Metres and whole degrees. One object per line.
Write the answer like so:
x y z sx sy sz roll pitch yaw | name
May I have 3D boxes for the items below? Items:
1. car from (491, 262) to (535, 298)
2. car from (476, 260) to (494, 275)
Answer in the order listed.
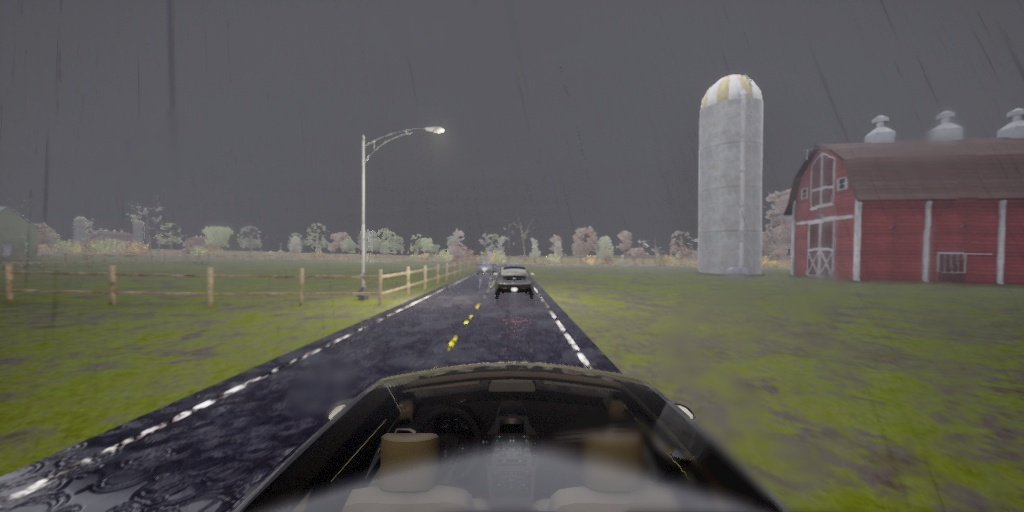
0.111 1.250 18.372 1.837 1.490 4.892 0 0 0 | car
-2.817 1.239 39.595 2.128 1.511 4.902 0 0 0 | car
